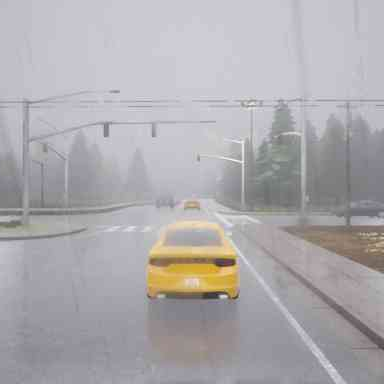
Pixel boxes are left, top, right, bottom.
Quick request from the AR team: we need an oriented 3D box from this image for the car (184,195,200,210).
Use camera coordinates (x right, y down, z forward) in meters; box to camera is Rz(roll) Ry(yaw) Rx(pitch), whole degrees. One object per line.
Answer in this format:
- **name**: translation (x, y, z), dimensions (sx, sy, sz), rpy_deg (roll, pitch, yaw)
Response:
- **car**: translation (0.017, 1.478, 42.156), dimensions (1.882, 1.535, 5.008), rpy_deg (0, 0, 0)

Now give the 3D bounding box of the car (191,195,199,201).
- **car**: translation (0.695, 1.442, 83.109), dimensions (1.837, 1.490, 4.892), rpy_deg (0, 0, 2)

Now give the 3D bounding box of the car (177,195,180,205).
- **car**: translation (-3.541, 1.352, 55.931), dimensions (2.097, 1.767, 4.553), rpy_deg (0, 0, 0)

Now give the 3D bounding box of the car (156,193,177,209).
- **car**: translation (-3.596, 1.221, 45.637), dimensions (2.150, 2.045, 5.566), rpy_deg (0, 0, -1)

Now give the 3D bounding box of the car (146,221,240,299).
- **car**: translation (0.049, 1.474, 8.493), dimensions (1.882, 1.535, 5.008), rpy_deg (0, 0, 1)

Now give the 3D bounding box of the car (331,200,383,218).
- **car**: translation (14.909, 1.531, 29.471), dimensions (4.892, 1.490, 1.837), rpy_deg (0, 0, 1)

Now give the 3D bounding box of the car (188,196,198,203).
- **car**: translation (0.297, 1.537, 72.716), dimensions (2.033, 1.411, 5.357), rpy_deg (0, 0, 2)
